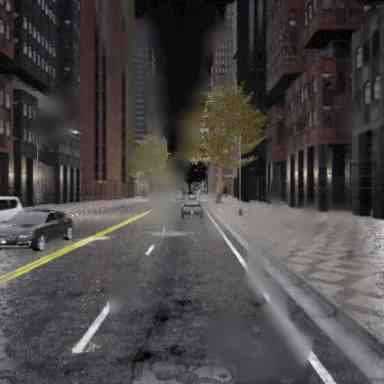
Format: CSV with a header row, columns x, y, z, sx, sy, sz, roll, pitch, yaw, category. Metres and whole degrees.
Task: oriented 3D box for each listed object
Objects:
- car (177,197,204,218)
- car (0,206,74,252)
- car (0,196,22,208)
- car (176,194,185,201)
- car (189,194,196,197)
x,y,z,sx,sy,sz,roll,pitch,yaw,category
0.016,1.488,29.939,2.128,1.511,4.902,0,0,0,car
-6.520,1.505,13.976,1.837,1.490,4.892,0,-1,0,car
-9.759,1.223,15.101,2.150,2.045,5.566,0,0,0,car
-3.204,1.509,86.289,2.033,1.411,5.357,0,0,0,car
0.046,1.523,86.704,1.994,1.385,4.181,0,0,0,car
